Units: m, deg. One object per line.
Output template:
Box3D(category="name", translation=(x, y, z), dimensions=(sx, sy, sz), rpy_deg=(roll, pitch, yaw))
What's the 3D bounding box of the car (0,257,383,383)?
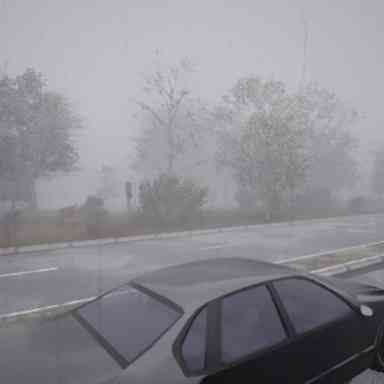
Box3D(category="car", translation=(0.551, 1.526, 3.832), dimensions=(5.357, 1.411, 2.033), rpy_deg=(-1, 0, -35))
